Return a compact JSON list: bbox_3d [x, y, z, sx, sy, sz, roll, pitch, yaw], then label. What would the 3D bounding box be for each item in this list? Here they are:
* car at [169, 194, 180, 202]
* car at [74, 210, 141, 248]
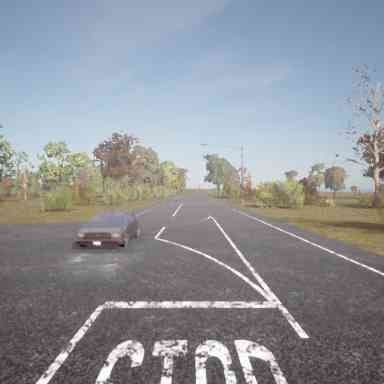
[{"bbox_3d":[-3.599,1.270,69.822,2.097,1.767,4.553,0,0,0],"label":"car"},{"bbox_3d":[-3.505,1.525,14.967,2.033,1.411,5.357,0,0,0],"label":"car"}]
